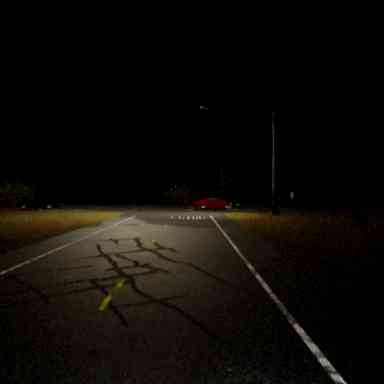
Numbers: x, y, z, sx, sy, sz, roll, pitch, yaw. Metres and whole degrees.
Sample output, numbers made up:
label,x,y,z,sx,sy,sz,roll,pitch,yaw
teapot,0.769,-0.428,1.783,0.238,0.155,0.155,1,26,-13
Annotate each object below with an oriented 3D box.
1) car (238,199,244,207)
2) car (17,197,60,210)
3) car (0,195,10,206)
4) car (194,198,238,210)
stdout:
label,x,y,z,sx,sy,sz,roll,pitch,yaw
car,5.153,1.586,48.614,4.892,1.490,1.837,0,0,-2
car,-18.835,1.390,40.966,5.008,1.535,1.882,0,0,-2
car,-28.840,1.197,47.667,4.553,1.767,2.097,0,0,-2
car,2.795,1.461,41.541,5.008,1.535,1.882,0,0,-1
